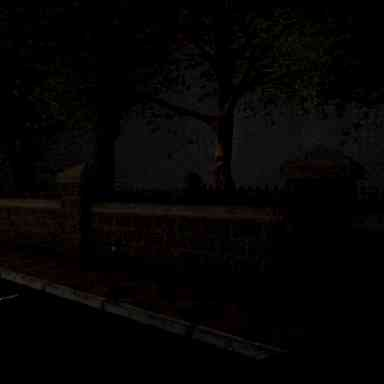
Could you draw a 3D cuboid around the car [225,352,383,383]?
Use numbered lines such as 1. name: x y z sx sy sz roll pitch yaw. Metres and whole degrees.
1. car: 2.007 1.554 1.448 4.403 1.369 2.008 0 0 36
